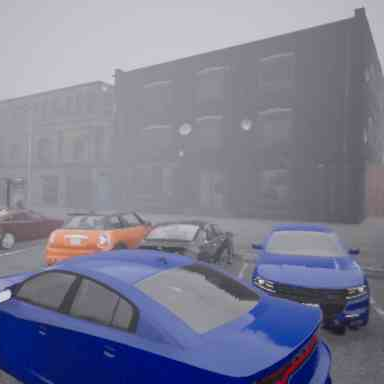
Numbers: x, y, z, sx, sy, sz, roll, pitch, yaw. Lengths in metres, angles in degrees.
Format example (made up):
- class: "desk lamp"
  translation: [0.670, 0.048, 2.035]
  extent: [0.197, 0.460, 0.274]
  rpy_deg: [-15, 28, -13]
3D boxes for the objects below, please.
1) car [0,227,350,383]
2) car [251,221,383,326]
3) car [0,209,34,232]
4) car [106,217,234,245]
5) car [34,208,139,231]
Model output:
- class: "car"
  translation: [-1.007, 1.475, 4.068]
  extent: [5.008, 1.535, 1.882]
  rpy_deg: [0, 0, 35]
- class: "car"
  translation: [2.423, 1.480, 7.380]
  extent: [2.097, 1.535, 5.008]
  rpy_deg: [1, -1, 15]
- class: "car"
  translation: [-7.514, 1.469, 14.260]
  extent: [2.097, 1.535, 5.008]
  rpy_deg: [0, -1, 14]
- class: "car"
  translation: [-0.056, 1.478, 9.102]
  extent: [2.231, 1.521, 4.892]
  rpy_deg: [0, -1, 15]
- class: "car"
  translation: [-2.538, 1.349, 10.822]
  extent: [2.185, 1.767, 4.553]
  rpy_deg: [0, -1, 14]
